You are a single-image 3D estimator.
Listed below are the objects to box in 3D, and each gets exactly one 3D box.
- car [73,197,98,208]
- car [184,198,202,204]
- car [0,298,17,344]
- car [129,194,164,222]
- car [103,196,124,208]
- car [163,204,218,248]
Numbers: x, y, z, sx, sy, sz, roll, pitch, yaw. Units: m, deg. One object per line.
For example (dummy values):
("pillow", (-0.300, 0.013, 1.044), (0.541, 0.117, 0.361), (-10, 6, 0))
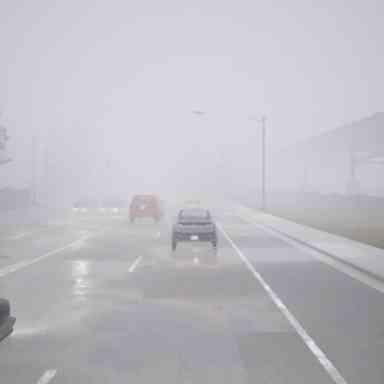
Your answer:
("car", (-14.027, 1.344, 44.225), (2.033, 1.411, 5.357), (0, 1, 0))
("car", (0.089, 1.350, 33.904), (1.801, 1.575, 5.366), (0, 1, 0))
("car", (-3.398, 1.547, 2.221), (2.033, 1.411, 5.357), (0, 0, 0))
("car", (-3.409, 1.178, 25.671), (2.150, 2.045, 5.566), (0, 0, 0))
("car", (-10.518, 1.270, 44.892), (1.882, 1.535, 5.008), (0, 1, 0))
("car", (0.095, 1.480, 14.648), (2.128, 1.511, 4.902), (0, 0, 0))
